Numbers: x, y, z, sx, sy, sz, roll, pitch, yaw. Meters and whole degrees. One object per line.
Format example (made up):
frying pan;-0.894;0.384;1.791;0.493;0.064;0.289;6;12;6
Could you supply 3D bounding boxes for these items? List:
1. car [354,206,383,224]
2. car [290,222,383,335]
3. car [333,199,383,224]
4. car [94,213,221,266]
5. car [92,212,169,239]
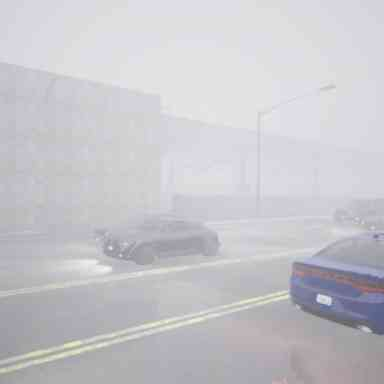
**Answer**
car;13.326;1.855;22.092;5.357;1.411;2.033;1;-1;-35
car;4.094;1.570;6.665;5.008;1.535;1.882;1;-1;-35
car;13.668;1.568;26.632;5.566;2.045;2.150;1;-1;-35
car;-0.990;1.643;11.882;4.181;1.385;1.994;1;-1;-35
car;-1.806;1.646;15.599;5.357;1.411;2.033;1;-1;-35
